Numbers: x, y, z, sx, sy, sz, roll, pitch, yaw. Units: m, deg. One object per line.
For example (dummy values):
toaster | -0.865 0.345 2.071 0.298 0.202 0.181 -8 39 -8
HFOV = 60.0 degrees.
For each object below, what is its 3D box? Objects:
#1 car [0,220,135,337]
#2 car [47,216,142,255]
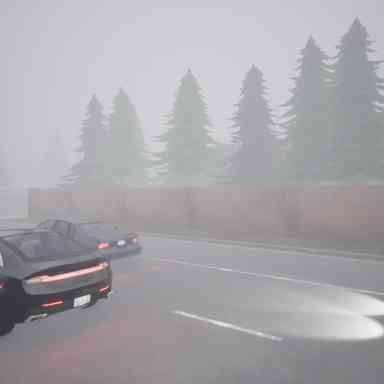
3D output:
car | -3.690 1.492 6.643 4.902 1.511 2.128 0 0 36
car | -4.131 1.547 11.269 5.357 1.411 2.033 0 0 36
